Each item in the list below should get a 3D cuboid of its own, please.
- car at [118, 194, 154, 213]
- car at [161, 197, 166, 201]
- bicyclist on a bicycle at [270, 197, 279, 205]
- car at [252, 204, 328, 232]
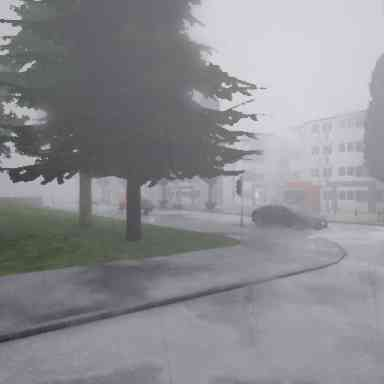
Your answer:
[{"bbox_3d":[-6.355,1.216,37.234,2.150,2.045,5.566,0,0,-35],"label":"car"},{"bbox_3d":[-5.182,1.660,83.213,4.974,1.542,2.038,0,0,-6],"label":"car"},{"bbox_3d":[7.908,1.342,31.712,1.656,1.620,0.582,0,0,-36],"label":"bicyclist on a bicycle"},{"bbox_3d":[5.792,1.500,20.239,1.837,1.490,4.892,0,0,-36],"label":"car"}]
